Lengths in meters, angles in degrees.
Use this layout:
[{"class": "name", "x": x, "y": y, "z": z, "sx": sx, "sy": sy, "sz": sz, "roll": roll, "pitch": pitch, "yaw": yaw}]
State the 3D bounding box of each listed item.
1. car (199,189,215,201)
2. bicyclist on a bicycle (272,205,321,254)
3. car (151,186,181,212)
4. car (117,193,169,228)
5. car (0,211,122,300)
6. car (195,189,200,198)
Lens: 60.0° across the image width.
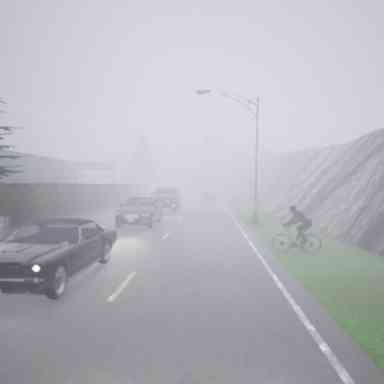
[{"class": "car", "x": 2.427, "y": 0.540, "z": 48.338, "sx": 2.033, "sy": 1.411, "sz": 5.357, "roll": 1, "pitch": 1, "yaw": 1}, {"class": "bicyclist on a bicycle", "x": 3.511, "y": 1.276, "z": 11.128, "sx": 1.656, "sy": 1.620, "sz": 0.582, "roll": 2, "pitch": 1, "yaw": 3}, {"class": "car", "x": -2.206, "y": 0.546, "z": 28.484, "sx": 2.150, "sy": 2.045, "sz": 5.566, "roll": 1, "pitch": 1, "yaw": 3}, {"class": "car", "x": -2.771, "y": 1.029, "z": 18.159, "sx": 2.128, "sy": 1.511, "sz": 4.902, "roll": 1, "pitch": 1, "yaw": 3}, {"class": "car", "x": -3.314, "y": 1.348, "z": 7.946, "sx": 1.895, "sy": 1.301, "sz": 4.718, "roll": 1, "pitch": 1, "yaw": 3}, {"class": "car", "x": 1.692, "y": 0.216, "z": 59.289, "sx": 1.882, "sy": 1.535, "sz": 5.008, "roll": 1, "pitch": 1, "yaw": -8}]
